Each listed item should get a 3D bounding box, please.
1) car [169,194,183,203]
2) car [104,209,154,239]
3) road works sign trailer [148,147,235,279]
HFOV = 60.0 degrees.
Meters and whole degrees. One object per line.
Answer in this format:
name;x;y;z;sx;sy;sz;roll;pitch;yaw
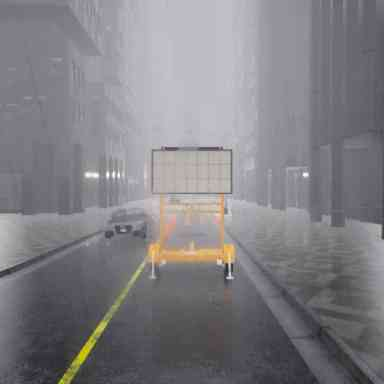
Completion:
car;-3.100;1.421;60.701;1.837;1.490;4.892;0;0;0
car;-3.110;1.553;17.061;1.994;1.385;4.181;0;0;0
road works sign trailer;0.003;0.459;10.014;2.380;3.560;2.880;0;0;1
